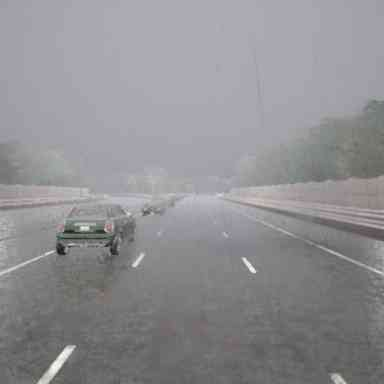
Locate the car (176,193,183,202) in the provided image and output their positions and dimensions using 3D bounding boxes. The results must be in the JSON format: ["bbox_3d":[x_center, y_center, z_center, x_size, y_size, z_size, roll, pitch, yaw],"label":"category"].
[{"bbox_3d":[-3.528,1.457,74.172,1.837,1.490,4.892,0,0,0],"label":"car"}]

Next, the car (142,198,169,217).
[{"bbox_3d":[-3.512,1.574,31.723,1.895,1.301,4.718,0,0,0],"label":"car"}]

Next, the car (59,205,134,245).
[{"bbox_3d":[-3.505,1.200,12.994,2.097,1.767,4.553,0,0,0],"label":"car"}]

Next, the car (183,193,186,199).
[{"bbox_3d":[-3.534,1.170,92.928,2.150,2.045,5.566,0,0,0],"label":"car"}]

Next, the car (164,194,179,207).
[{"bbox_3d":[-3.519,1.467,49.532,2.128,1.511,4.902,0,0,0],"label":"car"}]
